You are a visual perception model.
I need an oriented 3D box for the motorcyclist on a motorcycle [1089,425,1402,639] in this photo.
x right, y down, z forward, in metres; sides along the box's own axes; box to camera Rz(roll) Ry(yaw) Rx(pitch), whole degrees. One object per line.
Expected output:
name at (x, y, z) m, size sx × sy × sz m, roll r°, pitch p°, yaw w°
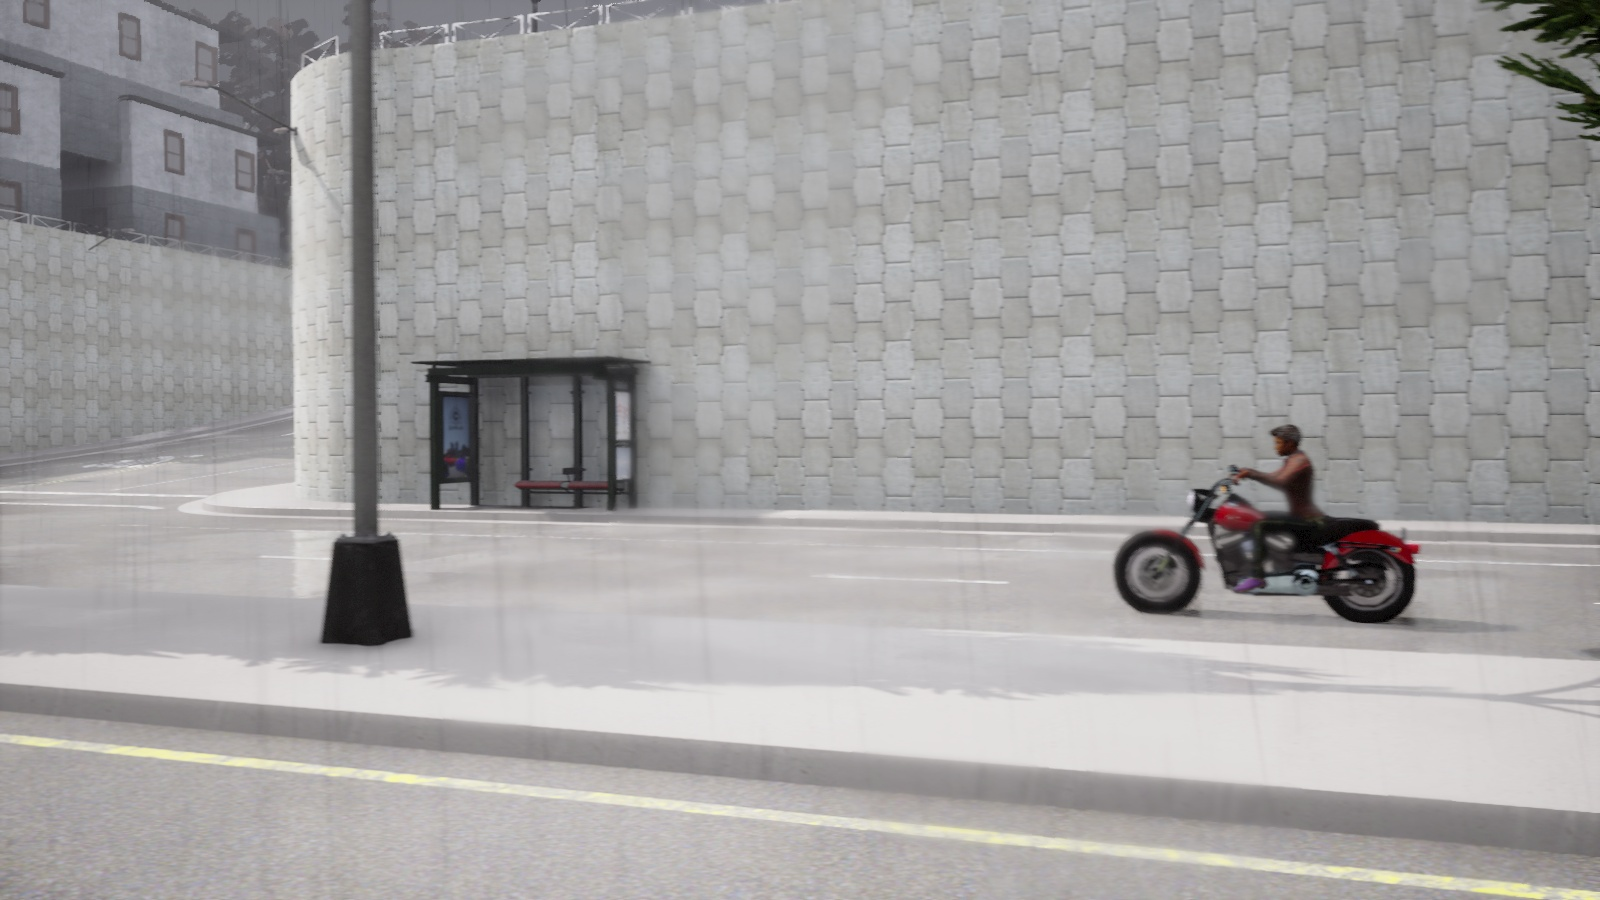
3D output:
motorcyclist on a motorcycle at (3.640, 0.624, 10.408) m, size 2.350 × 1.649 × 0.766 m, roll 0°, pitch 1°, yaw 19°
